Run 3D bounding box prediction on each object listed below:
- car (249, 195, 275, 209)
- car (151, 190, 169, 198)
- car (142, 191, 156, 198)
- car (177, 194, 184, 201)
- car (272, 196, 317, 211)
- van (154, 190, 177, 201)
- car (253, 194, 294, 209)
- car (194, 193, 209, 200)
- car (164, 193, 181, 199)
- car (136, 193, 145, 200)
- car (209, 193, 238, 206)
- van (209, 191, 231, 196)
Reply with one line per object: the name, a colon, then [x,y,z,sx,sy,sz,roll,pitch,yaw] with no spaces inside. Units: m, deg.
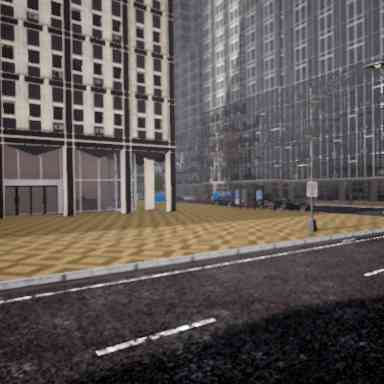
car: [7.941,1.296,40.145,1.802,1.307,4.206,-1,1,-34]
car: [-7.507,0.494,77.772,2.192,1.841,5.009,-1,1,-34]
car: [-10.715,0.565,82.464,1.967,1.590,4.097,-1,1,-34]
car: [-3.254,1.005,61.426,1.994,1.385,4.181,-1,1,-34]
car: [11.136,1.332,35.442,1.947,1.339,4.313,-1,1,-34]
van: [-4.799,0.843,58.969,1.690,1.788,3.998,-1,1,-34]
car: [10.107,1.139,41.751,1.882,1.535,5.008,-1,1,-34]
car: [2.119,0.924,63.701,1.802,1.307,4.206,-1,1,-34]
car: [-4.298,0.815,73.084,1.802,1.307,4.206,-1,1,-34]
car: [-11.216,0.945,68.355,2.008,1.369,4.403,-1,1,-34]
car: [4.781,1.227,44.869,1.947,1.339,4.313,-1,1,-34]
van: [5.326,0.736,59.006,1.690,1.788,3.998,-1,1,-34]
